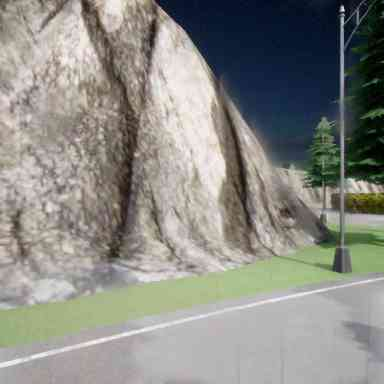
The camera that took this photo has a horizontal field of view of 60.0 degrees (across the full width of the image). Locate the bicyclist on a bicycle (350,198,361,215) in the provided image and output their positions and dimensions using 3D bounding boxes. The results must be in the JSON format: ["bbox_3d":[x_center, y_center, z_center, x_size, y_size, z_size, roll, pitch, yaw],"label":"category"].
[{"bbox_3d":[16.430,1.453,33.354,1.656,1.620,0.582,0,0,-28],"label":"bicyclist on a bicycle"}]
